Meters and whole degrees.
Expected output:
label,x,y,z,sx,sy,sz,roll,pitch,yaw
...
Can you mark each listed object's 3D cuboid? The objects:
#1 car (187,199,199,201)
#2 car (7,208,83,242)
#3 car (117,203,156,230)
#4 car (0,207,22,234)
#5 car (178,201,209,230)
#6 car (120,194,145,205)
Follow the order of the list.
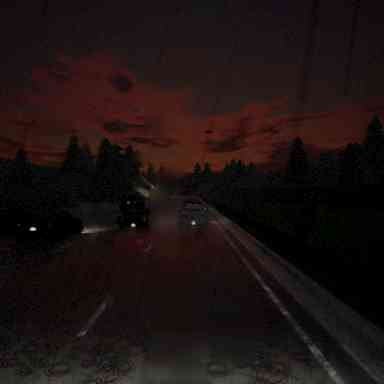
label,x,y,z,sx,sy,sz,roll,pitch,yaw
car,0.095,1.552,39.440,1.837,1.490,4.892,0,0,0
car,-6.902,1.584,16.446,1.994,1.385,4.181,0,0,0
car,-3.404,1.627,21.506,1.895,1.301,4.718,0,0,0
car,-10.402,1.570,18.910,2.033,1.411,5.357,0,0,0
car,0.084,1.551,21.375,1.812,1.442,4.674,0,0,0
car,-6.905,1.268,38.839,2.150,2.045,5.566,0,0,0
